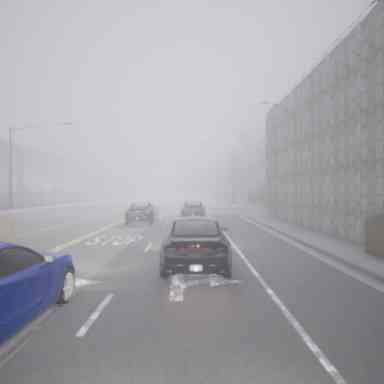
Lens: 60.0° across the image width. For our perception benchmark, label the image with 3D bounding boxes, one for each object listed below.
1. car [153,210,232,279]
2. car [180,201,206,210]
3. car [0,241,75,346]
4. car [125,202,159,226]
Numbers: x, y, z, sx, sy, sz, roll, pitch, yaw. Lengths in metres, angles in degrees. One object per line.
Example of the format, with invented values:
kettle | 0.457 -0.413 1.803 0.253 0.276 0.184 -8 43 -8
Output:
car | 0.094 1.491 9.991 1.837 1.490 4.892 0 0 0
car | 0.085 1.456 26.596 2.128 1.511 4.902 0 0 0
car | -3.403 1.471 5.076 1.882 1.535 5.008 0 0 0
car | -3.411 1.459 23.208 2.128 1.511 4.902 0 0 0
